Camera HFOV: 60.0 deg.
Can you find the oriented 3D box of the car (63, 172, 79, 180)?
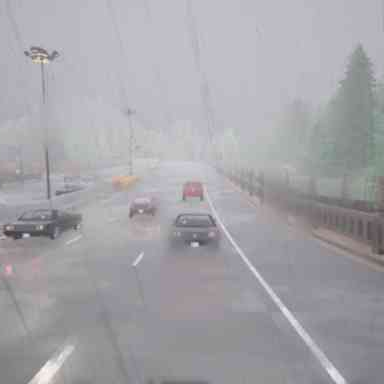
[{"bbox_3d":[-20.902,-2.766,58.011,1.837,1.490,4.892,0,7,0],"label":"car"}]

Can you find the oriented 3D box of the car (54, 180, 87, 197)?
[{"bbox_3d":[-14.078,-0.244,38.267,1.895,1.301,4.718,0,7,0],"label":"car"}]

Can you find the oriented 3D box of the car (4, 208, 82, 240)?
[{"bbox_3d":[-6.897,1.441,16.058,1.895,1.301,4.718,0,2,0],"label":"car"}]

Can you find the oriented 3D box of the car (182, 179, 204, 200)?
[{"bbox_3d":[0.105,-0.368,36.020,2.150,2.045,5.566,0,6,0],"label":"car"}]

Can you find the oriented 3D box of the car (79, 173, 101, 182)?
[{"bbox_3d":[-17.403,-2.570,58.014,2.033,1.411,5.357,0,7,0],"label":"car"}]

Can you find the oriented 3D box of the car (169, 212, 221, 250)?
[{"bbox_3d":[0.102,1.502,13.884,1.895,1.301,4.718,0,1,0],"label":"car"}]

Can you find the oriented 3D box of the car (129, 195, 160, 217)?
[{"bbox_3d":[-3.397,0.959,24.385,1.812,1.442,4.674,0,4,0],"label":"car"}]
